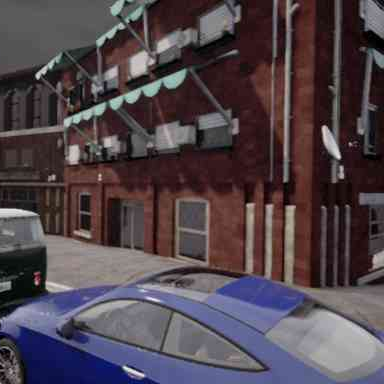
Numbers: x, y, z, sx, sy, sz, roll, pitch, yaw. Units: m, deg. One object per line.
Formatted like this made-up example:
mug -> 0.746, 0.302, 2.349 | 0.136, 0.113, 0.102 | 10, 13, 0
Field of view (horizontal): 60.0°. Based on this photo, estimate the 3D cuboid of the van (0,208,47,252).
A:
van -> -4.839, 1.268, 6.568 | 4.442, 1.987, 1.878 | 0, 0, 34

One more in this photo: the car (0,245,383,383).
car -> -0.163, 1.517, 3.358 | 4.674, 1.452, 2.002 | 0, 0, 35
